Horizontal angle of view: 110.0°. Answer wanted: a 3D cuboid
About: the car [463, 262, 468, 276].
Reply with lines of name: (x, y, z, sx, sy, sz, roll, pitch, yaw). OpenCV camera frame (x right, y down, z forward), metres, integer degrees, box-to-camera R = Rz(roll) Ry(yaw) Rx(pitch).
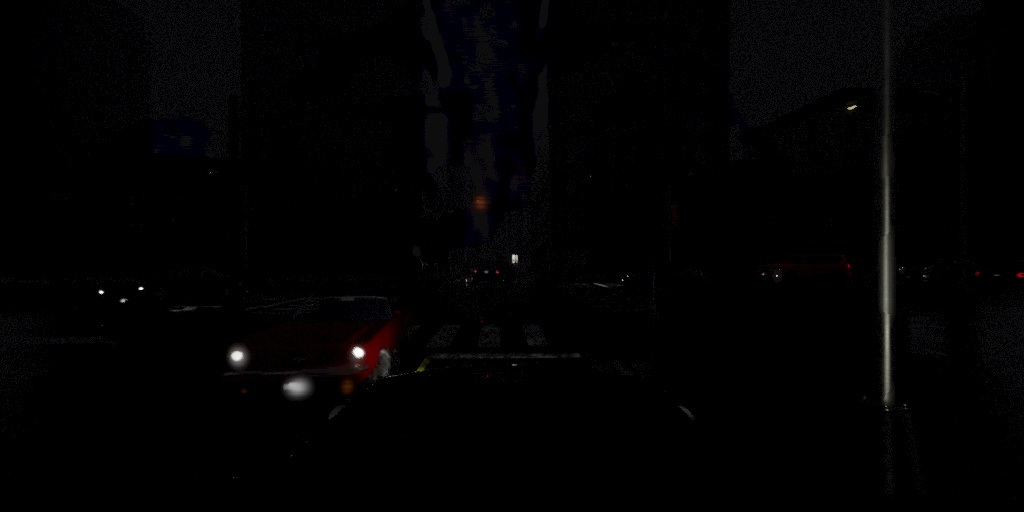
car: (-4.001, 1.260, 37.526, 2.128, 1.511, 4.902, 0, 0, -2)

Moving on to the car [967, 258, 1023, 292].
car: (26.844, 0.992, 18.357, 4.553, 1.767, 2.097, 0, 0, -2)

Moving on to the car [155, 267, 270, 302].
car: (-14.357, 1.274, 17.060, 5.008, 1.535, 1.882, 0, 0, -1)

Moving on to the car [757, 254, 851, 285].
car: (20.167, 0.883, 24.851, 5.566, 2.045, 2.150, 0, 0, -2)

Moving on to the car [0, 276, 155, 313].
car: (-17.135, 1.409, 13.725, 4.718, 1.301, 1.895, 0, 0, -2)

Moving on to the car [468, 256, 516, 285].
car: (-1.198, 1.107, 26.191, 2.097, 1.767, 4.553, 0, 0, 15)

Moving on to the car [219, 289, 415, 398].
car: (-3.041, 1.350, 6.726, 1.895, 1.301, 4.718, 0, 0, -8)

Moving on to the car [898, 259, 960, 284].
car: (30.060, 0.982, 25.153, 4.553, 1.767, 2.097, 0, 0, -2)

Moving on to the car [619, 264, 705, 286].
car: (10.209, 1.244, 24.539, 5.357, 1.411, 2.033, 0, 0, -2)
